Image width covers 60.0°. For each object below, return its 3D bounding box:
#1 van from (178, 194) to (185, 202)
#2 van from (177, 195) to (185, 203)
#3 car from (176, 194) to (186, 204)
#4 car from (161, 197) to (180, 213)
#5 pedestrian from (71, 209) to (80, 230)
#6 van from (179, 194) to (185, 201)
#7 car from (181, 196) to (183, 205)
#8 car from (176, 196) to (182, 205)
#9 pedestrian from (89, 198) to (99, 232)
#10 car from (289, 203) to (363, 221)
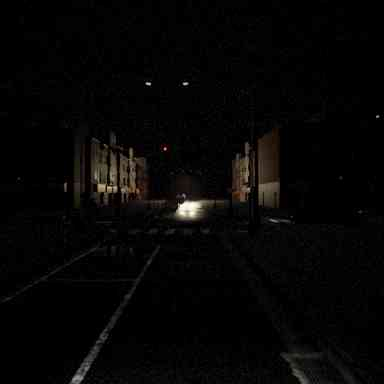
[{"bbox_3d":[-2.638,1.527,83.436,1.690,1.788,3.998,0,0,0],"label":"van"},{"bbox_3d":[-2.637,1.506,77.831,1.690,1.788,3.998,0,0,0],"label":"van"},{"bbox_3d":[-2.637,1.546,61.014,1.967,1.590,4.097,0,0,0],"label":"car"},{"bbox_3d":[-2.635,1.570,38.423,1.752,1.417,4.829,0,0,0],"label":"car"},{"bbox_3d":[-6.069,1.432,17.734,0.375,1.300,0.375,0,0,0],"label":"pedestrian"},{"bbox_3d":[-2.638,1.549,89.042,1.690,1.788,3.998,0,0,0],"label":"van"},{"bbox_3d":[-2.636,1.654,49.803,1.802,1.307,4.206,0,0,0],"label":"car"},{"bbox_3d":[-2.635,1.602,44.197,1.887,1.381,4.507,0,0,0],"label":"car"},{"bbox_3d":[-5.052,1.153,17.132,0.375,1.860,0.375,0,0,0],"label":"pedestrian"},{"bbox_3d":[10.552,1.556,26.410,5.357,1.411,2.033,0,0,0],"label":"car"}]
